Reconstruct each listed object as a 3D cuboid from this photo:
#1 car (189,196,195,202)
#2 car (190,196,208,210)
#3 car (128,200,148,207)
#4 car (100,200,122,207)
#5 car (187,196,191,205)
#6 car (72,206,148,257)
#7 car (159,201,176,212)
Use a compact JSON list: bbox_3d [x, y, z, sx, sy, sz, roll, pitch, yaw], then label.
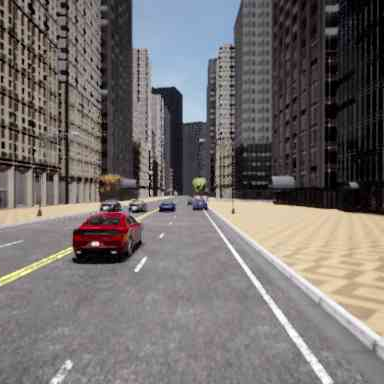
[{"bbox_3d":[0.005,1.895,91.318,1.837,1.490,4.892,0,0,0],"label":"car"},{"bbox_3d":[1.139,1.603,46.801,2.097,1.767,4.553,0,0,0],"label":"car"},{"bbox_3d":[-6.576,1.709,40.466,2.128,1.511,4.902,0,0,0],"label":"car"},{"bbox_3d":[-9.826,1.708,40.346,2.128,1.511,4.902,0,0,0],"label":"car"},{"bbox_3d":[0.004,1.881,66.215,2.033,1.411,5.357,0,0,0],"label":"car"},{"bbox_3d":[-3.149,1.549,13.301,1.882,1.535,5.008,0,0,0],"label":"car"},{"bbox_3d":[-3.149,1.798,43.536,1.994,1.385,4.181,0,0,0],"label":"car"}]
